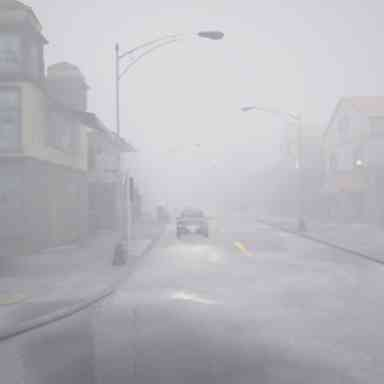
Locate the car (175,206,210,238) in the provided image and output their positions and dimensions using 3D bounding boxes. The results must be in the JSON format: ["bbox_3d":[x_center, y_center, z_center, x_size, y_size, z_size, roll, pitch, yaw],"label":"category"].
[{"bbox_3d":[0.035,1.896,20.611,2.128,1.511,4.902,-1,-1,0],"label":"car"}]

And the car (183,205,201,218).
[{"bbox_3d":[-0.038,2.344,40.894,2.033,1.411,5.357,-1,-1,0],"label":"car"}]
